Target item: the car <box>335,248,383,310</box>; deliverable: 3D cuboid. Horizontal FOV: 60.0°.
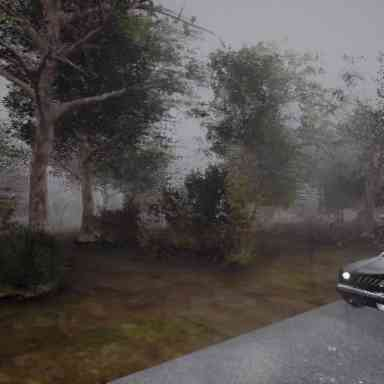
[{"bbox_3d":[4.971,1.626,6.842,4.718,1.301,1.895,0,0,-37],"label":"car"}]
